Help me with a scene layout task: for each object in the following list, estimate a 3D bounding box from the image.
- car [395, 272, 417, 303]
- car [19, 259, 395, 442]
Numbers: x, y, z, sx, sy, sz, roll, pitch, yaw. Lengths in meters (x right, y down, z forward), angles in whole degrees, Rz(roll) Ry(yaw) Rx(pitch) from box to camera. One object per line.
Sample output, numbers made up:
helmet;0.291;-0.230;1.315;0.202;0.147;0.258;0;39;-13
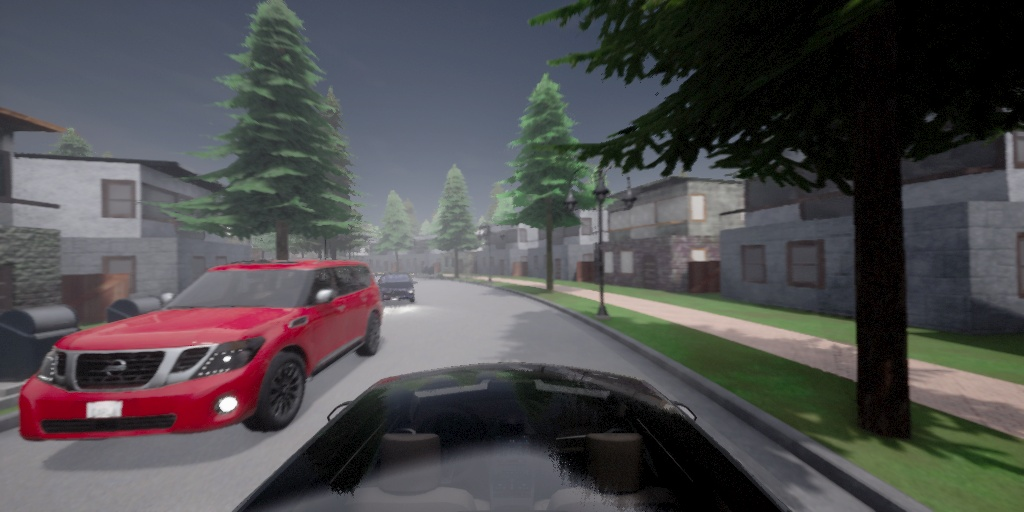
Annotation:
car;-5.947;1.552;18.441;2.033;1.411;5.357;-1;0;-16
car;-3.889;1.079;6.031;2.150;2.045;5.566;-1;-1;-3
